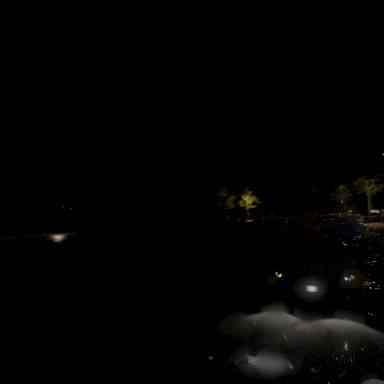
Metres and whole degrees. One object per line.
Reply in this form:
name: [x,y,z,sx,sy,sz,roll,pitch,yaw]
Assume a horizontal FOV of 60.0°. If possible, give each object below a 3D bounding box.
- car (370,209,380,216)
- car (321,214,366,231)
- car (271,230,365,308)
car: [41.397,4.756,75.226,1.895,1.301,4.718,-4,-5,27]
car: [8.107,2.189,17.774,1.882,1.535,5.008,-4,-4,28]
car: [3.495,1.957,8.946,1.994,1.385,4.181,-4,-4,28]
